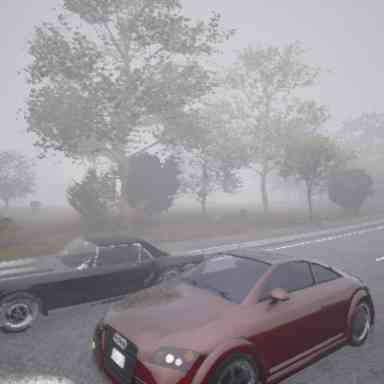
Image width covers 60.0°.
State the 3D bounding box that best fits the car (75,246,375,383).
[{"bbox_3d":[0.795,1.570,4.743,4.181,1.385,1.994,0,0,-38],"label":"car"}]

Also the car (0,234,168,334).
[{"bbox_3d":[-2.074,1.617,6.920,4.718,1.301,1.895,0,0,-37],"label":"car"}]
